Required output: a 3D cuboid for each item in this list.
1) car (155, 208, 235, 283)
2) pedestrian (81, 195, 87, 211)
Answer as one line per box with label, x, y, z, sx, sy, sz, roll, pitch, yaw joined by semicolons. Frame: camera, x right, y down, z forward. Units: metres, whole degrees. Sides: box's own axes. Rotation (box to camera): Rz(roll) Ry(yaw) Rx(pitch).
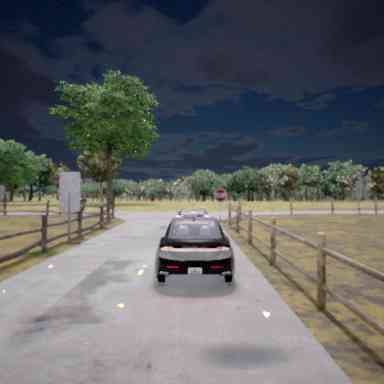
car;0.067;1.430;9.427;2.128;1.511;4.902;0;0;0
pedestrian;-12.223;1.234;37.514;0.375;1.860;0.375;0;-1;0
